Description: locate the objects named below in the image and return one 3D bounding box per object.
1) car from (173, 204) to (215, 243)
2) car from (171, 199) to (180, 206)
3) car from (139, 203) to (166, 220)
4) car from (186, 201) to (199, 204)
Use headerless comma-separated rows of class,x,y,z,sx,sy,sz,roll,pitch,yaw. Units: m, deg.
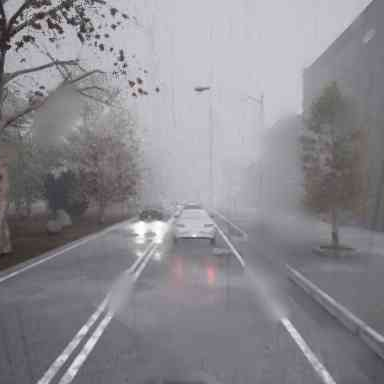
car,0.094,1.530,15.867,1.812,1.442,4.674,0,0,0
car,-3.456,2.171,69.741,1.837,1.490,4.892,0,-1,0
car,-3.375,1.667,28.696,1.895,1.301,4.718,0,0,0
car,0.062,1.633,33.476,1.812,1.442,4.674,0,-1,0
